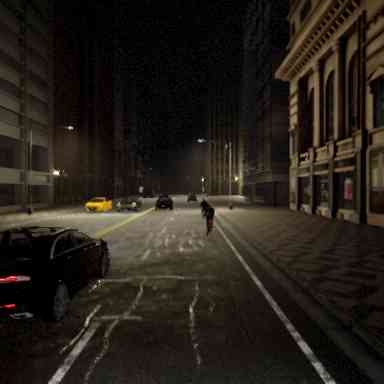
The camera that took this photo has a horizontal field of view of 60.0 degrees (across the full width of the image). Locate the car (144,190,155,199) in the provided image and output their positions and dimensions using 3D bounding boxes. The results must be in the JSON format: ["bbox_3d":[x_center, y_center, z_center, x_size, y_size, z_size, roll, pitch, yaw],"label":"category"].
[{"bbox_3d":[-9.747,0.532,75.679,2.150,2.045,5.566,0,1,0],"label":"car"}]

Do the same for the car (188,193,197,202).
[{"bbox_3d":[0.042,1.223,65.363,2.033,1.411,5.357,0,0,0],"label":"car"}]

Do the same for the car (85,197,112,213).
[{"bbox_3d":[-9.838,1.350,35.311,1.882,1.535,5.008,0,0,0],"label":"car"}]

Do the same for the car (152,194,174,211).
[{"bbox_3d":[-3.147,1.329,38.907,1.882,1.535,5.008,0,0,0],"label":"car"}]

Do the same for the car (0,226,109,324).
[{"bbox_3d":[-3.150,1.481,7.112,2.128,1.511,4.902,0,0,0],"label":"car"}]

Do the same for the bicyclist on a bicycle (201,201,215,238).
[{"bbox_3d":[0.897,1.417,16.655,0.582,1.620,1.656,0,0,0],"label":"bicyclist on a bicycle"}]

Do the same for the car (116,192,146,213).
[{"bbox_3d":[-6.587,1.225,35.369,2.097,1.767,4.553,0,0,0],"label":"car"}]

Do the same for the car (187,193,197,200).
[{"bbox_3d":[0.005,1.073,79.869,2.128,1.511,4.902,0,1,0],"label":"car"}]

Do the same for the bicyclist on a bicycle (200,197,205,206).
[{"bbox_3d":[0.898,1.296,25.591,0.659,1.776,1.843,0,0,0],"label":"bicyclist on a bicycle"}]
